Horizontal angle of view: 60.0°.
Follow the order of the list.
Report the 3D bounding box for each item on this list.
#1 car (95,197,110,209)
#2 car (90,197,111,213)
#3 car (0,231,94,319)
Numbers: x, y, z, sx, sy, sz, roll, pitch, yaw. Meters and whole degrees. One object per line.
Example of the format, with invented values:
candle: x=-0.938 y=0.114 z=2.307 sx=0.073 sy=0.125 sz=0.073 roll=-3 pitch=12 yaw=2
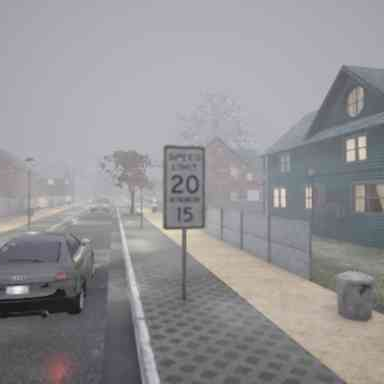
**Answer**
car: x=-12.488 y=1.476 z=46.613 sx=1.837 sy=1.490 sz=4.892 roll=0 pitch=0 yaw=-13
car: x=-10.187 y=1.570 z=37.012 sx=1.895 sy=1.301 sz=4.718 roll=0 pitch=0 yaw=-13
car: x=-3.272 y=1.550 z=7.324 sx=1.994 sy=1.385 sz=4.181 roll=0 pitch=0 yaw=-13
